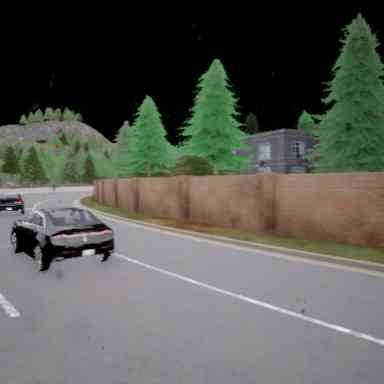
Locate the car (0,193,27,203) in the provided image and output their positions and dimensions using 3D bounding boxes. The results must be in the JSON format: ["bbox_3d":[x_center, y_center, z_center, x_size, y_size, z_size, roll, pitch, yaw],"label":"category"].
[{"bbox_3d":[-13.533,0.837,24.816,1.837,1.490,4.892,-1,2,-27],"label":"car"}]

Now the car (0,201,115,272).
[{"bbox_3d":[-4.032,1.211,9.972,2.128,1.511,4.902,-2,2,-39],"label":"car"}]
